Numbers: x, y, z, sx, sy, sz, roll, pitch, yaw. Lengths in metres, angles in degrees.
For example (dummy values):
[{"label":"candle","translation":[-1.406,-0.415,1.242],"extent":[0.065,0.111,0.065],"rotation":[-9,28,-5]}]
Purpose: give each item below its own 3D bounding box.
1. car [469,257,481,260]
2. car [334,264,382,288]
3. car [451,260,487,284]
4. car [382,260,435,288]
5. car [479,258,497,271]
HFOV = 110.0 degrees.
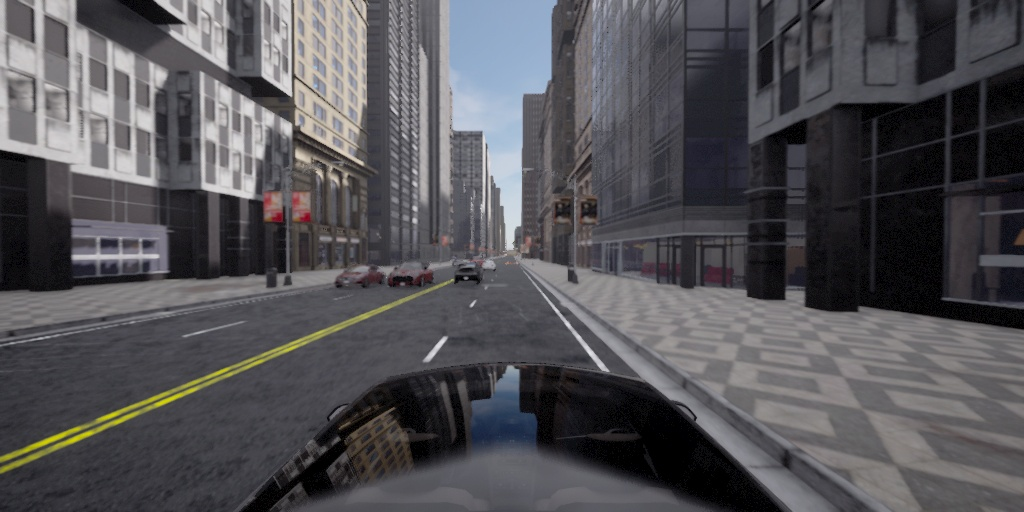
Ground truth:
[{"label":"car","translation":[-6.519,1.114,65.083],"extent":[2.150,2.045,5.566],"rotation":[0,0,0]},{"label":"car","translation":[-9.848,1.279,23.644],"extent":[1.812,1.442,4.674],"rotation":[0,0,0]},{"label":"car","translation":[-3.152,1.263,27.052],"extent":[1.837,1.490,4.892],"rotation":[0,0,0]},{"label":"car","translation":[-6.596,1.106,23.830],"extent":[2.097,1.767,4.553],"rotation":[0,0,0]},{"label":"car","translation":[-3.152,1.343,49.486],"extent":[1.812,1.442,4.674],"rotation":[0,0,0]}]
